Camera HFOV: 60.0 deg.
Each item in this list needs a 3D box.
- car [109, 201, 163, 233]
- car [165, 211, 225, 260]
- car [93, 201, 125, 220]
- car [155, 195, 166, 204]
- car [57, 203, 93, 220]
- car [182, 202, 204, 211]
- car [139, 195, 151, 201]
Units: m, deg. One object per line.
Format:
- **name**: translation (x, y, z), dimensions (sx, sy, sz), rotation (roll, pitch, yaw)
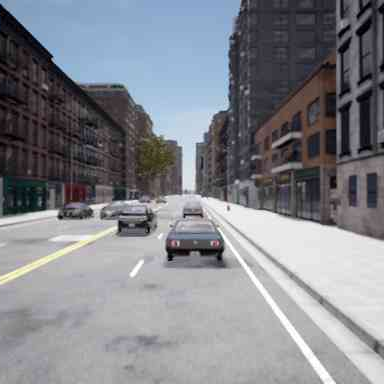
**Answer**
- **car**: translation (-3.156, 1.525, 19.875), dimensions (2.128, 1.511, 4.902), rotation (0, 0, 0)
- **car**: translation (0.096, 1.621, 12.489), dimensions (1.895, 1.301, 4.718), rotation (0, 0, 0)
- **car**: translation (-6.604, 1.542, 28.895), dimensions (2.128, 1.511, 4.902), rotation (0, 0, 0)
- **car**: translation (-6.520, 1.511, 69.417), dimensions (2.097, 1.767, 4.553), rotation (0, 0, 0)
- **car**: translation (-9.855, 1.614, 28.386), dimensions (1.994, 1.385, 4.181), rotation (0, 0, 0)
- **car**: translation (0.092, 1.601, 30.242), dimensions (2.033, 1.411, 5.357), rotation (0, 0, 0)
- **car**: translation (-9.770, 1.511, 69.416), dimensions (2.097, 1.767, 4.553), rotation (0, 0, 0)
